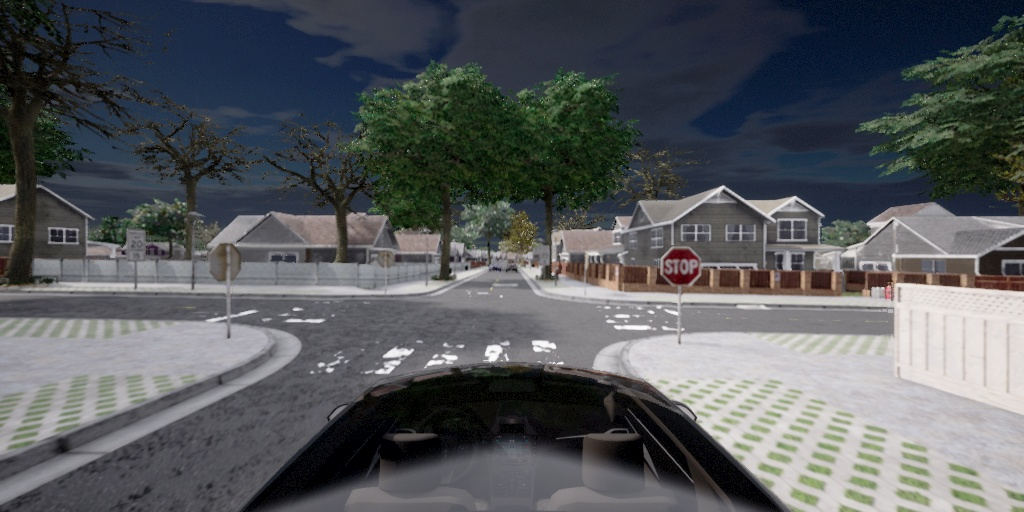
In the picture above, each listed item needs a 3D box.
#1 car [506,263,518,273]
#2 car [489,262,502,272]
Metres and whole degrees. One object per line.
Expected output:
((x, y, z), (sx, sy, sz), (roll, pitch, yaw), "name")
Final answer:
((-0.053, 1.881, 56.375), (1.837, 1.490, 4.892), (0, -1, 0), "car")
((-2.809, 1.793, 61.434), (2.097, 1.767, 4.553), (0, -1, 0), "car")
